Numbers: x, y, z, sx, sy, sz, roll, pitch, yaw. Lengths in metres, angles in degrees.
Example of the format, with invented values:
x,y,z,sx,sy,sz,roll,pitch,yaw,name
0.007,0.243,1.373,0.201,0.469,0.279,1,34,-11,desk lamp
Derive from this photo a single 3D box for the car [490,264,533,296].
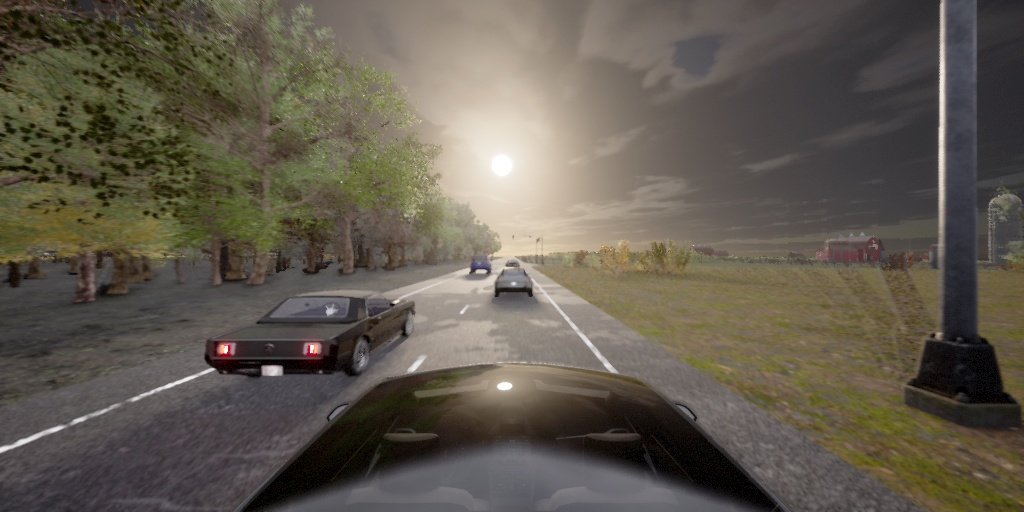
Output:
x,y,z,sx,sy,sz,roll,pitch,yaw,name
0.087,1.288,19.148,1.994,1.385,4.181,0,0,0,car

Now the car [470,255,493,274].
x,y,z,sx,sy,sz,roll,pitch,yaw,name
-3.427,0.908,40.130,2.150,2.045,5.566,0,0,0,car

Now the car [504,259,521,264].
x,y,z,sx,sy,sz,roll,pitch,yaw,name
0.069,1.182,45.202,1.837,1.490,4.892,0,0,0,car

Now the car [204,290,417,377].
x,y,z,sx,sy,sz,roll,pitch,yaw,name
-3.402,1.342,7.318,1.895,1.301,4.718,0,0,0,car
